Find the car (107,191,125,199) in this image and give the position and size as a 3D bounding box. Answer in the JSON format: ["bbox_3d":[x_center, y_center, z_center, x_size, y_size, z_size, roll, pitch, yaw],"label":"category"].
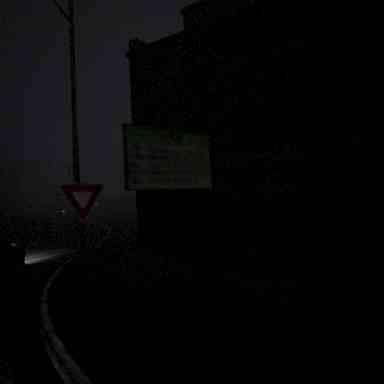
[{"bbox_3d":[-18.322,0.732,80.490,2.128,1.511,4.902,-3,3,12],"label":"car"}]

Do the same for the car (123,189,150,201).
[{"bbox_3d":[-11.831,0.577,71.279,5.566,2.045,2.435,-4,3,-8],"label":"car"}]

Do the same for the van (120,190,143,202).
[{"bbox_3d":[-12.301,0.768,68.332,4.442,1.987,1.878,-4,2,-8],"label":"van"}]

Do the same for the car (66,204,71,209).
[{"bbox_3d":[-19.587,2.112,57.335,1.895,1.301,4.718,-3,3,12],"label":"car"}]

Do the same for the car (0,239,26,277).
[{"bbox_3d":[-6.198,1.919,9.122,2.033,1.411,5.357,-4,1,-13],"label":"car"}]

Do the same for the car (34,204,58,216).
[{"bbox_3d":[-20.596,2.478,47.158,1.882,1.535,5.008,-3,1,0],"label":"car"}]

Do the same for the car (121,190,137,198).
[{"bbox_3d":[-15.150,0.490,79.823,1.882,1.535,5.008,-3,3,12],"label":"car"}]

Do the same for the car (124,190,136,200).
[{"bbox_3d":[-13.199,1.185,65.317,5.366,1.575,1.946,-4,3,-8],"label":"car"}]

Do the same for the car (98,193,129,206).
[{"bbox_3d":[-14.250,1.529,59.393,4.892,1.521,2.231,-4,2,-8],"label":"car"}]

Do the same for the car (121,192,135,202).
[{"bbox_3d":[-13.625,1.392,62.368,4.674,1.452,2.002,-4,3,-8],"label":"car"}]
